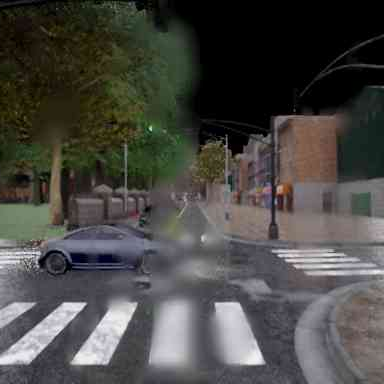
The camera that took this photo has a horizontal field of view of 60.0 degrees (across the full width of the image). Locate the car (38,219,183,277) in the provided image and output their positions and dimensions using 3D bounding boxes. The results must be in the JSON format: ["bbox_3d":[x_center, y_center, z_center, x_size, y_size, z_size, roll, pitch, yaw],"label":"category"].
[{"bbox_3d":[-2.358,1.654,10.116,4.181,1.385,1.994,0,-1,0],"label":"car"}]

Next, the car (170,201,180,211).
[{"bbox_3d":[-2.764,2.057,48.520,2.033,1.411,5.357,0,-1,1],"label":"car"}]

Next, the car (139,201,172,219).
[{"bbox_3d":[-2.824,1.740,25.088,1.837,1.490,4.892,0,1,0],"label":"car"}]
